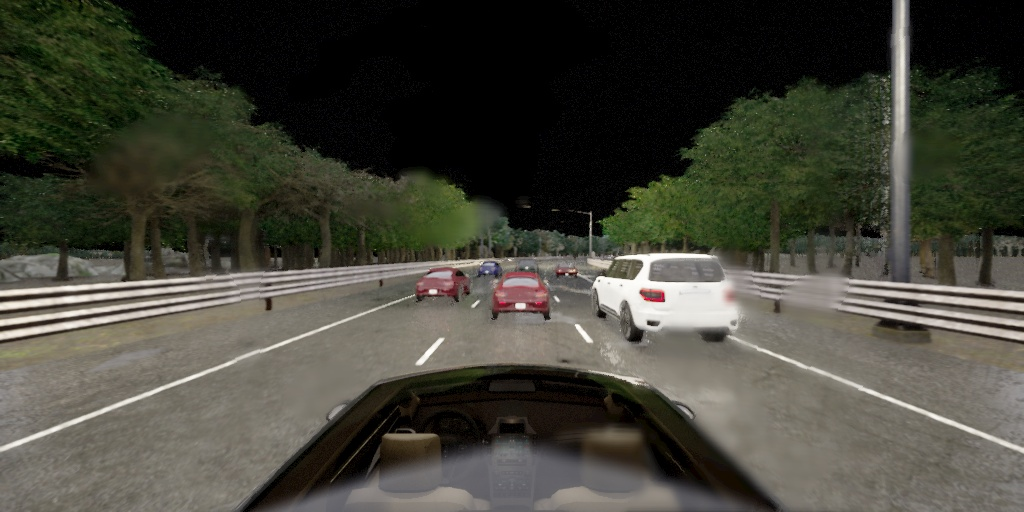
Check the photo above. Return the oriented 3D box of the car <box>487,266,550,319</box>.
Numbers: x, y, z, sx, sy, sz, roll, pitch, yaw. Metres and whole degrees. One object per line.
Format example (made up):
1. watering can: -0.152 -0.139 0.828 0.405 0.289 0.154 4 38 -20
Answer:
1. car: 0.308 1.263 12.576 1.812 1.442 4.674 0 0 2

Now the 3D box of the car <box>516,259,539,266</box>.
1. car: 1.440 1.062 33.115 2.097 1.767 4.553 0 0 4

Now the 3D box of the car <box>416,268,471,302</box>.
1. car: -3.057 1.254 16.566 1.812 1.442 4.674 0 0 2

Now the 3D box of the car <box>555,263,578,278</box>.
1. car: 4.962 1.315 33.401 1.895 1.301 4.718 0 0 5

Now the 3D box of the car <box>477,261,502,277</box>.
1. car: -2.031 1.230 33.822 1.812 1.442 4.674 0 0 4

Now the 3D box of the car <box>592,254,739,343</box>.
1. car: 3.726 0.966 9.808 2.150 2.045 5.566 0 0 1
